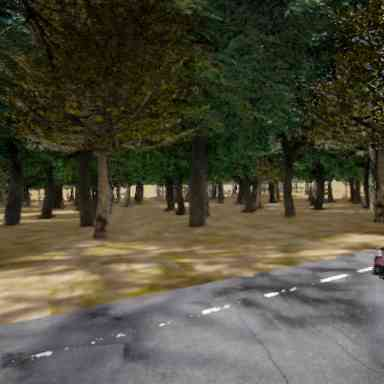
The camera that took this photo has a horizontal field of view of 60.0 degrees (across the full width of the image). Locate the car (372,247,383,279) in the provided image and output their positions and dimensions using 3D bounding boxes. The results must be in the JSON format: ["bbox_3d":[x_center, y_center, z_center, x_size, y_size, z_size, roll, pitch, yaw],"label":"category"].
[{"bbox_3d":[6.436,1.514,8.403,4.181,1.385,1.994,-1,0,-34],"label":"car"}]
